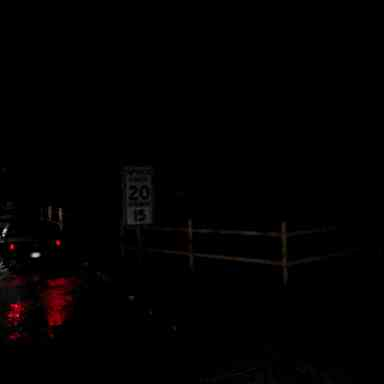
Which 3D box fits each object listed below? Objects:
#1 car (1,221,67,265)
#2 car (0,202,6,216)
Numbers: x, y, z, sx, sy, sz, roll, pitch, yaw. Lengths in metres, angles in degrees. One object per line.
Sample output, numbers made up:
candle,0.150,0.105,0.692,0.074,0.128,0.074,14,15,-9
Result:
car,-6.080,1.726,12.465,1.895,1.301,4.718,-1,0,-30
car,-22.900,1.832,38.409,2.097,1.767,4.553,-1,0,-34
